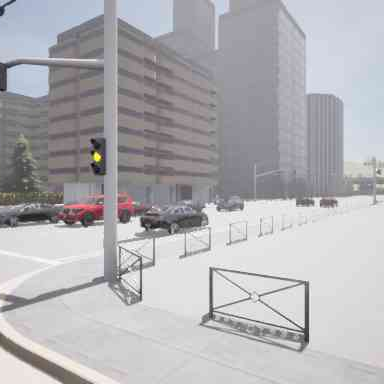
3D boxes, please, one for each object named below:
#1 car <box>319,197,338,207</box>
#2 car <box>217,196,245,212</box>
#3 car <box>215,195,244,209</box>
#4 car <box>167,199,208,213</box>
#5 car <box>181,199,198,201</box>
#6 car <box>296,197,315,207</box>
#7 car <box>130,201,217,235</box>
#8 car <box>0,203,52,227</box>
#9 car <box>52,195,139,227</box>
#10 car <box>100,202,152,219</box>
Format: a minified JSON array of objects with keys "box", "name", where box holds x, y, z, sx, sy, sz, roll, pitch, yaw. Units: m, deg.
[{"box":[20.870,1.478,50.651,1.882,1.535,5.008,0,0,35],"name":"car"},{"box":[4.678,1.526,39.785,1.812,1.442,4.674,0,0,35],"name":"car"},{"box":[5.382,1.352,46.932,2.097,1.767,4.553,0,0,35],"name":"car"},{"box":[-0.408,1.547,38.594,2.033,1.411,5.357,0,0,35],"name":"car"},{"box":[-1.005,1.601,31.562,1.895,1.301,4.718,0,0,35],"name":"car"},{"box":[17.946,1.478,52.544,1.882,1.535,5.008,0,0,35],"name":"car"},{"box":[-0.875,1.491,19.041,2.128,1.511,4.902,0,0,34],"name":"car"},{"box":[-11.209,1.492,22.916,2.128,1.511,4.902,0,0,35],"name":"car"},{"box":[-6.547,1.221,23.516,2.150,2.045,5.566,0,0,35],"name":"car"},{"box":[-5.952,1.601,30.549,1.895,1.301,4.718,0,0,35],"name":"car"}]
